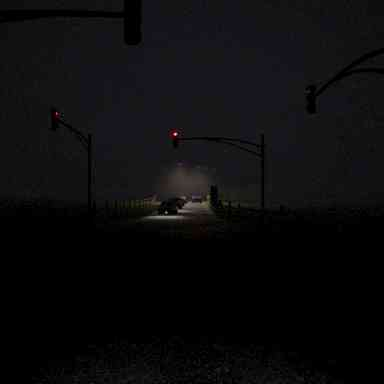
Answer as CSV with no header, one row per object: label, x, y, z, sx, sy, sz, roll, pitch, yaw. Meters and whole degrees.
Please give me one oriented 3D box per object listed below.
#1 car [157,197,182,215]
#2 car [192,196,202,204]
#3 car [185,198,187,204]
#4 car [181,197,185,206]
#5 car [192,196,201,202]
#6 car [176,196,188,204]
car,-2.402,1.553,34.169,2.033,1.411,5.357,0,0,0
car,1.029,1.495,65.906,1.882,1.535,5.008,0,0,1
car,-2.104,1.560,53.794,2.033,1.411,5.357,0,0,1
car,-2.251,1.514,43.946,1.837,1.490,4.892,0,0,1
car,1.090,1.617,75.940,1.895,1.301,4.718,0,0,1
car,-1.903,1.581,63.799,1.994,1.385,4.181,0,0,2
